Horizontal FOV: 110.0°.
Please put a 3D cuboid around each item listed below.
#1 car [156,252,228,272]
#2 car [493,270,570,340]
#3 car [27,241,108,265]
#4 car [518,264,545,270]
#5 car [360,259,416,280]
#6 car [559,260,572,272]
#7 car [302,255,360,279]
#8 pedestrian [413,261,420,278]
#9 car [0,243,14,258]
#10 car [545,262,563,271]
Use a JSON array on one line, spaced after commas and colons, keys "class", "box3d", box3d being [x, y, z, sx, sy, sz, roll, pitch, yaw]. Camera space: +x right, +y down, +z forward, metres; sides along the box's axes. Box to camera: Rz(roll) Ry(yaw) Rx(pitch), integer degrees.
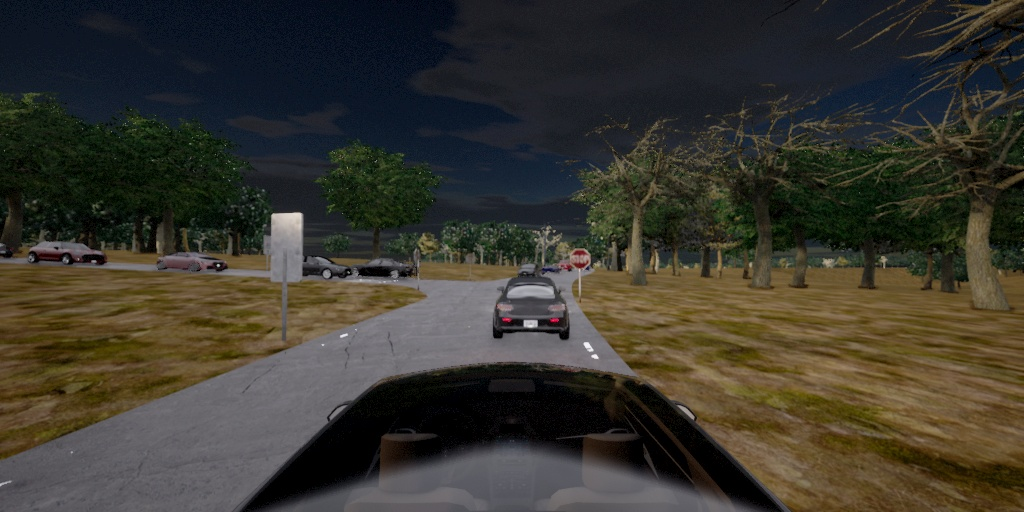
[{"class": "car", "box3d": [-22.673, 0.407, 25.510, 4.181, 1.385, 1.994, 2, -1, 7]}, {"class": "car", "box3d": [0.534, 1.293, 9.995, 1.812, 1.442, 4.674, 0, 0, 3]}, {"class": "car", "box3d": [-33.076, -0.256, 26.801, 4.553, 1.767, 2.097, 2, -1, 7]}, {"class": "car", "box3d": [1.874, 1.559, 37.762, 1.837, 1.490, 4.892, 0, -1, 15]}, {"class": "car", "box3d": [-9.828, 0.932, 27.010, 5.008, 1.535, 1.882, 2, 0, 5]}, {"class": "car", "box3d": [9.336, 1.749, 63.728, 2.150, 2.045, 5.566, 0, -1, 16]}, {"class": "car", "box3d": [-13.333, 0.749, 24.355, 4.892, 1.490, 1.837, 2, -1, 8]}, {"class": "pedestrian", "box3d": [-8.036, 0.891, 30.131, 0.375, 1.860, 0.375, 0, -4, 7]}, {"class": "car", "box3d": [-46.816, -0.611, 31.680, 4.674, 1.442, 1.812, 3, -1, 7]}, {"class": "car", "box3d": [5.515, 1.881, 50.388, 1.895, 1.301, 4.718, 0, -1, 17]}]
